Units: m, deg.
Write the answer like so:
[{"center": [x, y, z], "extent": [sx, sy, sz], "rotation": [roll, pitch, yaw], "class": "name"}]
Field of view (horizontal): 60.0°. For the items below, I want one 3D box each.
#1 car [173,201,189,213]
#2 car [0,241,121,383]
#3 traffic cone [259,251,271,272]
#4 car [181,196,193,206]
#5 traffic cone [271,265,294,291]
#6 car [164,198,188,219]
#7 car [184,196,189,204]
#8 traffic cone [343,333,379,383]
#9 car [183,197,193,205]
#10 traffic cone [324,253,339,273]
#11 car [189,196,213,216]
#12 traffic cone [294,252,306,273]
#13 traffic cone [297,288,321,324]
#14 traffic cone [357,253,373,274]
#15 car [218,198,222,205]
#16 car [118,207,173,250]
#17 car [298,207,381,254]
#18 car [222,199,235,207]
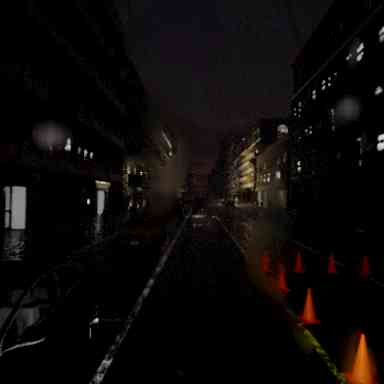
[{"center": [-1.421, 1.886, 43.138], "extent": [1.802, 1.307, 4.206], "rotation": [1, 0, 1], "class": "car"}, {"center": [-2.322, 1.547, 3.693], "extent": [1.947, 1.339, 4.313], "rotation": [1, 0, 1], "class": "car"}, {"center": [2.230, 2.082, 10.080], "extent": [0.340, 0.580, 0.340], "rotation": [1, 0, 1], "class": "traffic cone"}, {"center": [-0.898, 1.800, 65.678], "extent": [2.192, 1.841, 5.009], "rotation": [1, 0, 1], "class": "car"}, {"center": [2.184, 2.065, 8.080], "extent": [0.340, 0.580, 0.340], "rotation": [1, 0, 1], "class": "traffic cone"}, {"center": [-1.675, 1.653, 31.869], "extent": [1.967, 1.590, 4.097], "rotation": [1, 0, 1], "class": "car"}, {"center": [-1.543, 1.574, 37.505], "extent": [2.192, 1.841, 5.009], "rotation": [1, 0, 1], "class": "car"}, {"center": [2.093, 2.032, 4.082], "extent": [0.340, 0.580, 0.340], "rotation": [1, 0, 1], "class": "traffic cone"}, {"center": [-0.773, 1.970, 71.311], "extent": [1.967, 1.590, 4.097], "rotation": [1, 0, 1], "class": "car"}, {"center": [4.229, 2.123, 10.034], "extent": [0.340, 0.580, 0.340], "rotation": [1, 0, 1], "class": "traffic cone"}, {"center": [1.143, 1.534, 37.303], "extent": [2.150, 2.045, 5.566], "rotation": [1, 0, 1], "class": "car"}, {"center": [3.229, 2.103, 10.057], "extent": [0.340, 0.580, 0.340], "rotation": [1, 0, 1], "class": "traffic cone"}, {"center": [2.139, 2.049, 6.082], "extent": [0.340, 0.580, 0.340], "rotation": [1, 0, 1], "class": "traffic cone"}, {"center": [5.228, 2.144, 10.011], "extent": [0.340, 0.580, 0.340], "rotation": [1, 0, 1], "class": "traffic cone"}, {"center": [7.730, 2.292, 76.749], "extent": [1.887, 1.381, 4.507], "rotation": [1, 0, 1], "class": "car"}, {"center": [-2.068, 1.599, 14.793], "extent": [1.752, 1.417, 4.829], "rotation": [1, 0, 1], "class": "car"}, {"center": [6.319, 1.563, 14.768], "extent": [2.192, 1.841, 5.009], "rotation": [1, 0, 1], "class": "car"}, {"center": [7.476, 2.185, 65.650], "extent": [1.752, 1.417, 4.829], "rotation": [1, 0, 1], "class": "car"}]
